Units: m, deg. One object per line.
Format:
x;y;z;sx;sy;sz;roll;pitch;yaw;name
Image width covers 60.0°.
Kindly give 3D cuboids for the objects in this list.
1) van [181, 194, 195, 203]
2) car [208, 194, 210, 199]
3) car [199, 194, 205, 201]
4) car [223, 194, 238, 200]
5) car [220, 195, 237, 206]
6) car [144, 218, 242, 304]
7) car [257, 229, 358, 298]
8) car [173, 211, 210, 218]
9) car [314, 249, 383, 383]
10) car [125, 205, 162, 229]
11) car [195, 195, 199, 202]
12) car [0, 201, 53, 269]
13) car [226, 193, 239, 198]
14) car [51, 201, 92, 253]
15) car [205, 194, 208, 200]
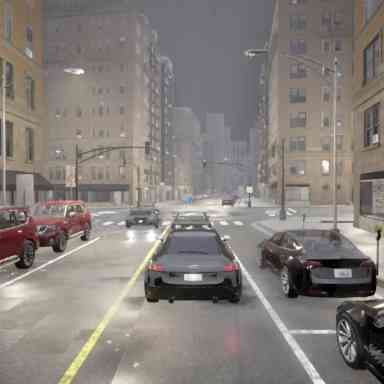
-1.088;1.248;64.842;1.690;1.788;3.998;0;0;9;van
3.113;1.308;92.003;1.967;1.590;4.097;0;0;9;car
1.408;1.404;80.970;1.752;1.417;4.829;0;0;9;car
7.338;1.487;63.539;1.947;1.339;4.313;0;0;9;car
5.657;1.512;52.674;1.947;1.339;4.313;0;0;9;car
0.037;1.562;8.217;1.994;1.385;4.181;0;0;0;car
2.840;1.564;8.334;1.947;1.339;4.313;-1;0;0;car
-0.025;1.595;17.031;1.895;1.301;4.718;0;0;0;car
2.850;1.565;2.827;1.947;1.339;4.313;-1;0;0;car
-3.036;1.556;21.657;1.994;1.385;4.181;0;0;0;car
-0.247;1.336;70.274;1.967;1.590;4.097;0;0;9;car
-5.688;1.313;8.312;2.192;1.841;5.009;-1;0;0;car
10.698;1.201;85.267;2.192;1.841;5.009;0;0;9;car
-5.698;1.311;13.819;2.192;1.841;5.009;-1;0;0;car
2.275;1.454;86.571;1.802;1.307;4.206;0;0;9;car
